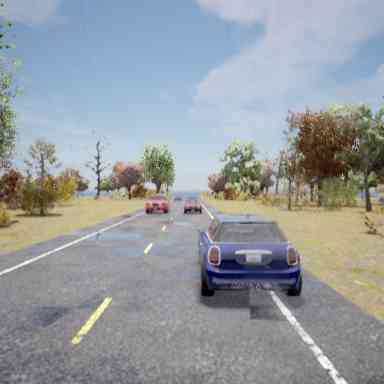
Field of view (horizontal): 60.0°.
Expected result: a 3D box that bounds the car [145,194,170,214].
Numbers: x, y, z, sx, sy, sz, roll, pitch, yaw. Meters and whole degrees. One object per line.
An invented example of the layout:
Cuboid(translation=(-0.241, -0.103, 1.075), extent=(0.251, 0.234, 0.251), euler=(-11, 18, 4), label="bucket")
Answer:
Cuboid(translation=(-3.552, 1.219, 35.040), extent=(2.150, 2.045, 5.566), euler=(0, 0, 0), label="car")

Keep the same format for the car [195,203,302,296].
Cuboid(translation=(1.236, 1.342, 8.761), extent=(2.097, 1.767, 4.553), euler=(0, 0, 0), label="car")

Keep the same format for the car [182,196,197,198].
Cuboid(translation=(0.079, 1.373, 46.602), extent=(2.097, 1.767, 4.553), euler=(0, 0, 0), label="car")

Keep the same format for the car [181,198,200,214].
Cuboid(translation=(0.118, 1.601, 35.950), extent=(1.895, 1.301, 4.718), euler=(0, 0, 0), label="car")

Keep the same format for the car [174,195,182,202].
Cuboid(translation=(-3.389, 1.603, 81.734), extent=(1.837, 1.490, 4.892), euler=(0, -1, 0), label="car")
